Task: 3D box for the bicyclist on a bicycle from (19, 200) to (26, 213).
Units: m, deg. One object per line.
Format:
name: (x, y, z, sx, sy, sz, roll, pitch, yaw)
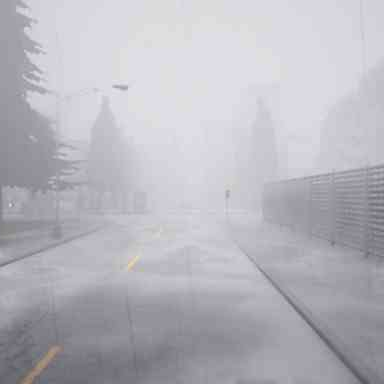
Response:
bicyclist on a bicycle: (-21.556, 1.819, 42.375, 0.582, 1.620, 1.656, 0, 0, 0)
